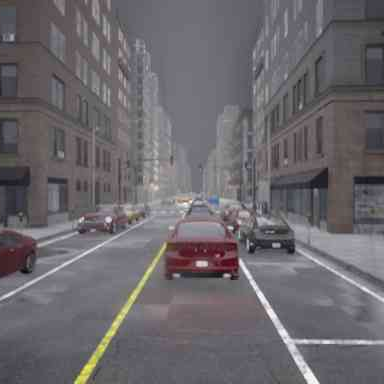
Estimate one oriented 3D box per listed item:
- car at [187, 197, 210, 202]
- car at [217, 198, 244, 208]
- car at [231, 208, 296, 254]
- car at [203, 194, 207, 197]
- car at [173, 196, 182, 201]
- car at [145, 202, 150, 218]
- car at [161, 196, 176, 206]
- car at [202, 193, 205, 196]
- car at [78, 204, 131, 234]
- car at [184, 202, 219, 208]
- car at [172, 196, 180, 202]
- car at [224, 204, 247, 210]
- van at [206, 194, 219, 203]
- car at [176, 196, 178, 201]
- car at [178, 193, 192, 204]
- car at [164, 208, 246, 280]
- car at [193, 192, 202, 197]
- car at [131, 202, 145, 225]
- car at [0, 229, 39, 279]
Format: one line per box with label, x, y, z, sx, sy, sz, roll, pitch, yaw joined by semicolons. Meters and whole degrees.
car;0.664;1.555;34.381;1.812;1.442;4.674;0;0;1
car;3.101;1.461;24.401;1.967;1.590;4.097;0;0;1
car;2.880;1.562;13.365;2.008;1.369;4.403;0;0;1
car;4.207;1.643;79.715;1.802;1.307;4.206;0;0;1
car;-3.703;1.627;85.550;1.947;1.339;4.313;0;0;1
car;-4.813;1.576;30.070;2.008;1.369;4.403;0;0;1
car;-4.271;1.597;57.146;2.008;1.369;4.403;0;0;1
car;4.321;1.376;85.395;2.192;1.841;5.009;0;0;1
car;-5.033;1.456;19.036;1.967;1.590;4.097;0;0;1
car;0.512;1.583;21.619;1.994;1.385;4.181;0;0;1
car;-3.820;1.586;79.699;1.752;1.417;4.829;0;0;1
car;2.990;1.598;18.883;1.802;1.307;4.206;0;0;1
van;3.752;1.388;56.994;1.690;1.788;3.998;0;0;1
car;-4.158;1.595;62.826;1.887;1.381;4.507;0;0;1
car;-1.492;1.530;65.776;1.882;1.535;5.008;0;0;2
car;0.279;1.486;10.055;1.882;1.535;5.008;0;0;1
car;1.717;1.412;87.140;2.097;1.767;4.553;0;0;1
car;-4.926;1.546;24.382;1.752;1.417;4.829;0;0;1
car;-5.254;1.588;8.000;1.802;1.307;4.206;0;0;1
